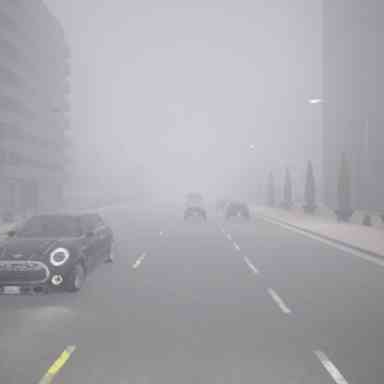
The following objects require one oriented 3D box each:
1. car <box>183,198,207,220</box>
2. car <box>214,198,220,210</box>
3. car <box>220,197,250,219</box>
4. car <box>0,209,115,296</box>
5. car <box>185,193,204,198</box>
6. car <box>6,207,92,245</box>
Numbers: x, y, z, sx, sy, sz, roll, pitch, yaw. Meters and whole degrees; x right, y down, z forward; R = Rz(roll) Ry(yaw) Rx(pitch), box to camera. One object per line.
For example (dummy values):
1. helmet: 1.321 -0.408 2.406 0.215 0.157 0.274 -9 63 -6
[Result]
1. car: 0.246 1.474 27.603 1.812 1.442 4.674 0 0 0
2. car: 3.760 1.432 40.596 1.837 1.490 4.892 0 1 1
3. car: 3.716 1.454 28.352 1.837 1.490 4.892 0 0 1
4. car: -3.527 1.333 8.808 2.097 1.767 4.553 0 0 1
5. car: 0.313 1.142 42.097 2.150 2.045 5.566 0 0 0
6. car: -6.918 1.568 16.890 2.033 1.411 5.357 0 0 0
